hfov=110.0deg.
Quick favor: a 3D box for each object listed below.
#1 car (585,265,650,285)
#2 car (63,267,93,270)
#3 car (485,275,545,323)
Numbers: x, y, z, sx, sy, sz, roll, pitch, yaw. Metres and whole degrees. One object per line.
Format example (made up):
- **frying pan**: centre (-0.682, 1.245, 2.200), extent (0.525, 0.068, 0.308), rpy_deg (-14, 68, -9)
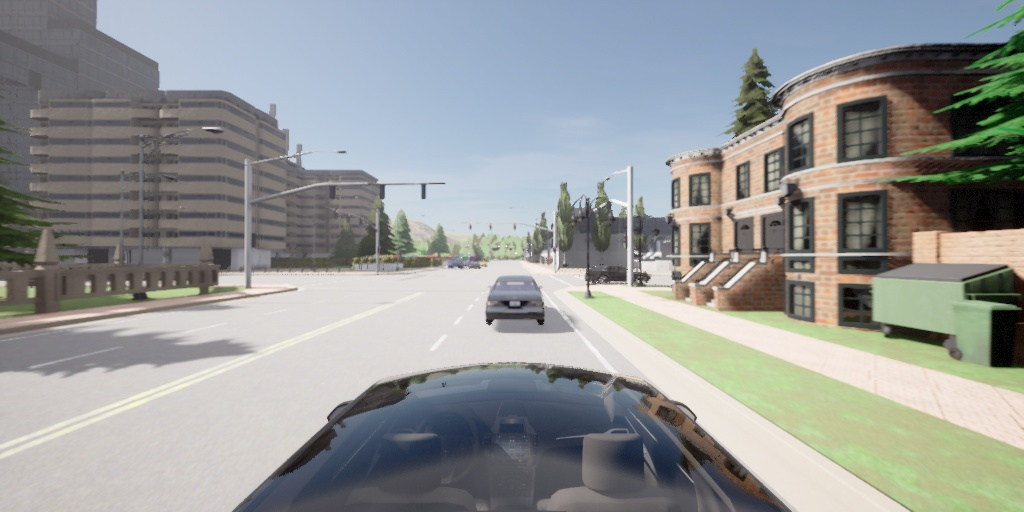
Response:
- **car**: centre (8.125, 1.426, 27.605), extent (4.892, 1.490, 1.837), rpy_deg (0, -3, -5)
- **car**: centre (-37.015, 1.469, 31.637), extent (5.357, 1.411, 2.033), rpy_deg (0, 0, 0)
- **car**: centre (0.106, 1.365, 12.329), extent (2.033, 1.411, 5.357), rpy_deg (0, 0, 1)
